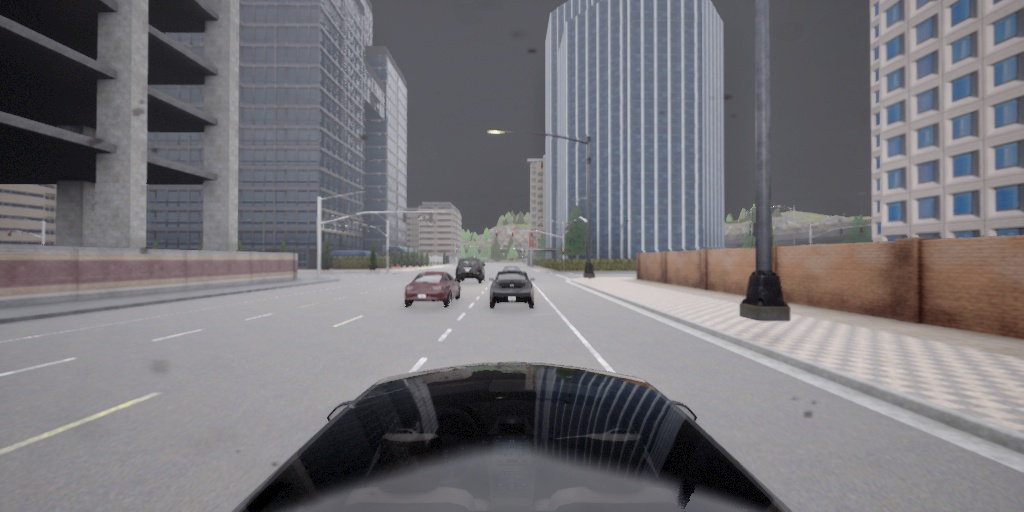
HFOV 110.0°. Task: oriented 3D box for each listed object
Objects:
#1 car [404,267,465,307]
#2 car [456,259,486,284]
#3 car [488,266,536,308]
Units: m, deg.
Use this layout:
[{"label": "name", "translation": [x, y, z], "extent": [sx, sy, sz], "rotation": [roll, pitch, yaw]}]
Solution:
[{"label": "car", "translation": [-3.496, 1.412, 16.245], "extent": [1.812, 1.442, 4.674], "rotation": [0, 0, 0]}, {"label": "car", "translation": [-3.543, 1.241, 30.896], "extent": [2.150, 2.045, 5.566], "rotation": [0, 0, -1]}, {"label": "car", "translation": [0.002, 1.393, 16.161], "extent": [1.837, 1.490, 4.892], "rotation": [0, 0, 0]}]
